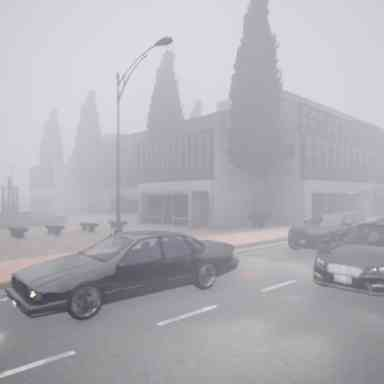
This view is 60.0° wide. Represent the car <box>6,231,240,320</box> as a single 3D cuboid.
[{"bbox_3d":[-1.217,1.658,7.816,5.357,1.411,2.033,0,-1,-40],"label":"car"}]

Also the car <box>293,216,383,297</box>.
[{"bbox_3d":[4.968,1.556,8.563,4.902,1.511,2.128,0,-1,-41],"label":"car"}]

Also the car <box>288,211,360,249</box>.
[{"bbox_3d":[6.029,1.601,14.170,5.008,1.535,1.882,0,-1,-41],"label":"car"}]
